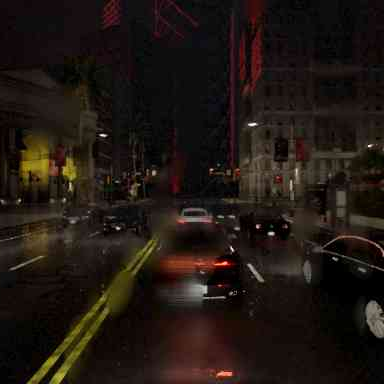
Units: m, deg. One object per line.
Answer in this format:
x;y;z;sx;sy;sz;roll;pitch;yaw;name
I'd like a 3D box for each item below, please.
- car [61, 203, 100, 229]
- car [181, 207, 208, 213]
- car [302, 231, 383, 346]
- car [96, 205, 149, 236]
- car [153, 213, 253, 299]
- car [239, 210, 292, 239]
-6.975;1.495;21.945;2.128;1.511;4.902;0;0;0;car
0.122;1.526;17.497;1.812;1.442;4.674;0;0;0;car
3.626;1.504;6.335;1.837;1.490;4.892;0;0;0;car
-3.518;1.508;18.379;1.837;1.490;4.892;0;0;1;car
0.122;1.506;8.397;1.837;1.490;4.892;0;0;0;car
3.626;1.603;17.390;1.895;1.301;4.718;0;0;0;car
